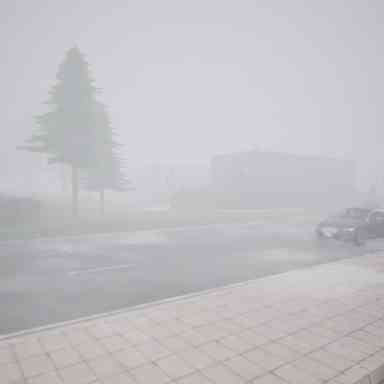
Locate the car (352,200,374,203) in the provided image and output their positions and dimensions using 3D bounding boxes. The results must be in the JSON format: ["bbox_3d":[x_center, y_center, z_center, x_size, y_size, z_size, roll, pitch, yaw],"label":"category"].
[{"bbox_3d":[14.388,1.454,28.293,4.674,1.442,1.812,0,0,-35],"label":"car"}]

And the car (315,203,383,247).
[{"bbox_3d":[7.505,1.454,14.861,4.902,1.511,2.128,0,0,-35],"label":"car"}]
